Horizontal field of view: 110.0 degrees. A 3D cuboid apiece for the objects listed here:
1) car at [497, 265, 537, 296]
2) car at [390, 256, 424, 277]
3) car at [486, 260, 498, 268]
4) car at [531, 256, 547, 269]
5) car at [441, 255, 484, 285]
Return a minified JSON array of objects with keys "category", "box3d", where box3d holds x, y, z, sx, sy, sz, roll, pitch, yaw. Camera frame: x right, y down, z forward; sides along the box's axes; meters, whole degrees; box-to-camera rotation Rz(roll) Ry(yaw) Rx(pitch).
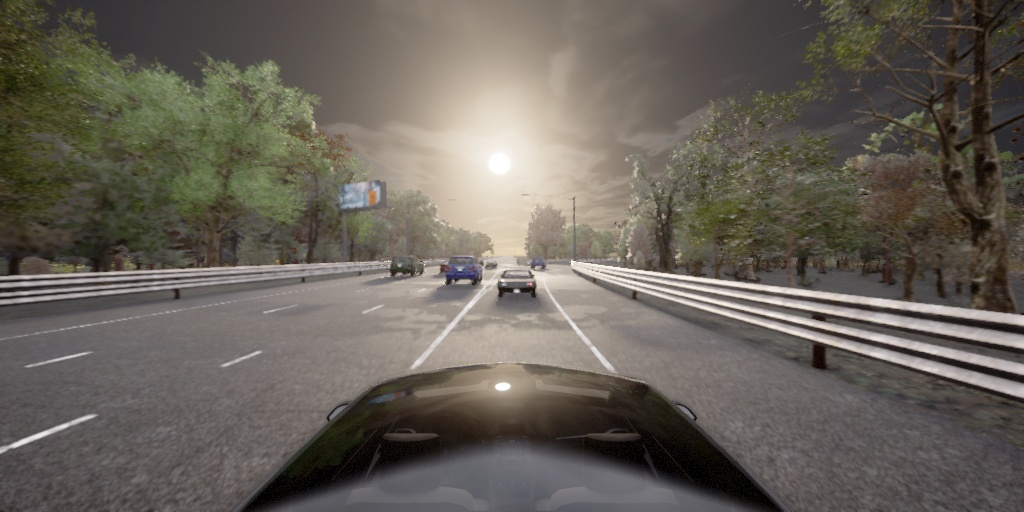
[{"category":"car","box3d":[0.316,1.357,19.136,1.895,1.301,4.718,0,0,2]},{"category":"car","box3d":[-10.409,0.986,35.904,2.150,2.045,5.566,0,0,0]},{"category":"car","box3d":[-3.413,1.376,61.587,1.895,1.301,4.718,0,0,0]},{"category":"car","box3d":[4.426,1.049,59.044,2.150,2.045,5.566,0,-1,10]},{"category":"car","box3d":[-3.406,0.982,26.214,2.150,2.045,5.566,0,0,0]}]
